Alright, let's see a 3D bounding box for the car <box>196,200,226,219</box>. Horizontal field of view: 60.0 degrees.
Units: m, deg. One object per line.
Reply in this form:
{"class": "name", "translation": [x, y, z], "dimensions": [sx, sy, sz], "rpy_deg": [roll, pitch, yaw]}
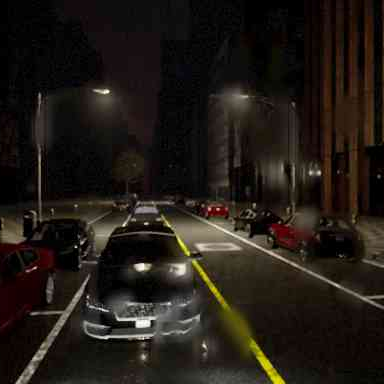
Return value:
{"class": "car", "translation": [1.844, 1.435, 28.842], "dimensions": [1.967, 1.590, 4.097], "rpy_deg": [0, 0, -8]}

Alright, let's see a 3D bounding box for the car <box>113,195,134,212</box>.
{"class": "car", "translation": [-8.170, 1.438, 38.902], "dimensions": [1.967, 1.590, 4.097], "rpy_deg": [0, 0, -8]}

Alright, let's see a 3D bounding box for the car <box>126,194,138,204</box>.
{"class": "car", "translation": [-12.101, 1.316, 67.016], "dimensions": [2.192, 1.841, 5.009], "rpy_deg": [0, 0, -8]}

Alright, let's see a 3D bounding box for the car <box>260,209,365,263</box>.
{"class": "car", "translation": [4.202, 1.436, 11.973], "dimensions": [1.967, 1.590, 4.097], "rpy_deg": [0, 0, -8]}

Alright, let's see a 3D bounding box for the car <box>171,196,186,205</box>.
{"class": "car", "translation": [-2.086, 1.579, 56.957], "dimensions": [1.802, 1.307, 4.206], "rpy_deg": [0, 0, -8]}

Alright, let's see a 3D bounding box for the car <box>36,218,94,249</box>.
{"class": "car", "translation": [-4.240, 1.564, 10.788], "dimensions": [1.947, 1.339, 4.313], "rpy_deg": [0, 0, -8]}

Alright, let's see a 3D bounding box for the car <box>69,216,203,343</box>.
{"class": "car", "translation": [-1.000, 1.503, 6.834], "dimensions": [1.837, 1.490, 4.892], "rpy_deg": [0, 0, -8]}

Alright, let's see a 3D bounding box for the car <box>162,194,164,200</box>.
{"class": "car", "translation": [-6.040, 1.528, 85.240], "dimensions": [1.752, 1.417, 4.829], "rpy_deg": [0, 0, -8]}

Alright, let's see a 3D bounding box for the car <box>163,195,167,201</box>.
{"class": "car", "translation": [-5.231, 1.582, 79.449], "dimensions": [1.802, 1.307, 4.206], "rpy_deg": [0, 0, -8]}

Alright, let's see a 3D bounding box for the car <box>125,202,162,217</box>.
{"class": "car", "translation": [-2.767, 1.561, 20.111], "dimensions": [1.994, 1.385, 4.181], "rpy_deg": [0, 0, -8]}

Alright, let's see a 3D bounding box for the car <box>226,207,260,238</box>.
{"class": "car", "translation": [3.416, 1.561, 17.597], "dimensions": [1.947, 1.339, 4.313], "rpy_deg": [0, 0, -8]}

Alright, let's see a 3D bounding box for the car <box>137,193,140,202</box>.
{"class": "car", "translation": [-11.315, 1.315, 61.394], "dimensions": [2.192, 1.841, 5.009], "rpy_deg": [0, 0, -8]}

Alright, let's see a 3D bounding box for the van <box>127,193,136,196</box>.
{"class": "van", "translation": [-9.743, 1.340, 50.148], "dimensions": [1.690, 1.788, 3.998], "rpy_deg": [0, 0, -8]}

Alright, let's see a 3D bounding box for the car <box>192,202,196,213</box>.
{"class": "car", "translation": [1.058, 1.561, 34.465], "dimensions": [1.947, 1.339, 4.313], "rpy_deg": [0, 0, -8]}

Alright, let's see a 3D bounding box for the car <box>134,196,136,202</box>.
{"class": "car", "translation": [-8.956, 1.549, 44.525], "dimensions": [2.008, 1.369, 4.403], "rpy_deg": [0, 0, -8]}

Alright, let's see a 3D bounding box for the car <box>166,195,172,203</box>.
{"class": "car", "translation": [-3.659, 1.549, 68.203], "dimensions": [2.008, 1.369, 4.403], "rpy_deg": [0, 0, -8]}

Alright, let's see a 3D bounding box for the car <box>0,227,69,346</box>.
{"class": "car", "translation": [-3.454, 1.544, 5.165], "dimensions": [1.887, 1.381, 4.507], "rpy_deg": [0, 0, -8]}
